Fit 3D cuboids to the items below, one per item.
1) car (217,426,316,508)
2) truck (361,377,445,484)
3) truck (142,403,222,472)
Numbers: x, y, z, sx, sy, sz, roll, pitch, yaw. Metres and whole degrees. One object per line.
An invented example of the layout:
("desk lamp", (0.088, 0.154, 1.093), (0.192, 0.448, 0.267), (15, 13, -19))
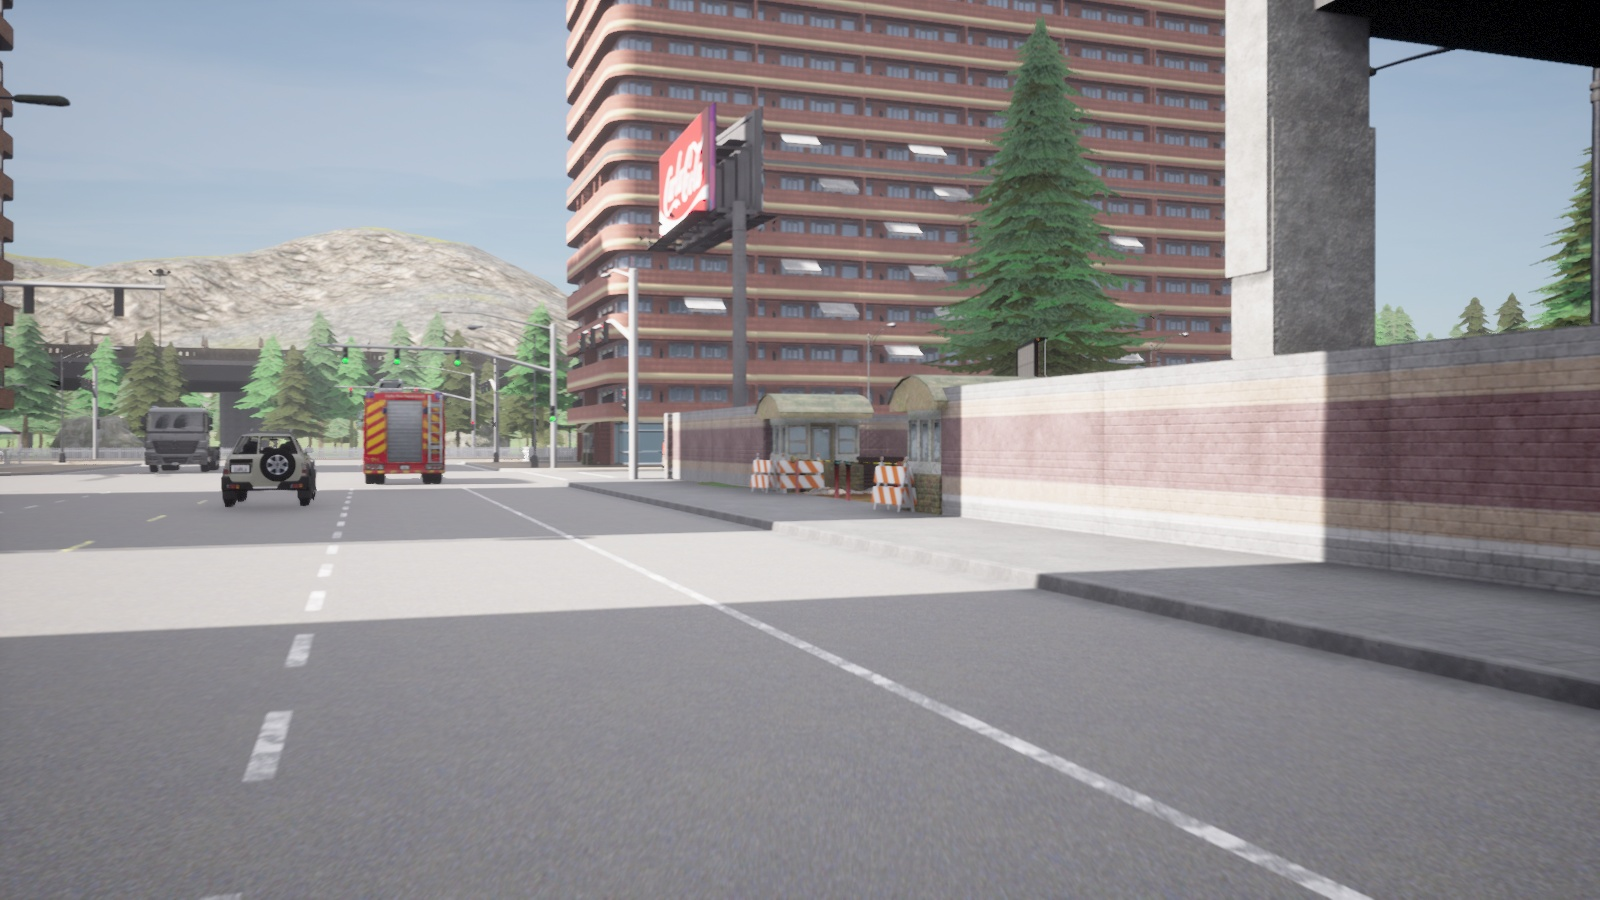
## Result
("car", (-13.036, 0.379, 30.908), (1.932, 1.855, 4.605), (0, 0, -19))
("truck", (-15.709, -0.708, 49.373), (2.891, 3.827, 8.468), (0, 0, -19))
("truck", (-33.088, -0.642, 67.539), (2.891, 3.462, 7.936), (0, 0, -19))
